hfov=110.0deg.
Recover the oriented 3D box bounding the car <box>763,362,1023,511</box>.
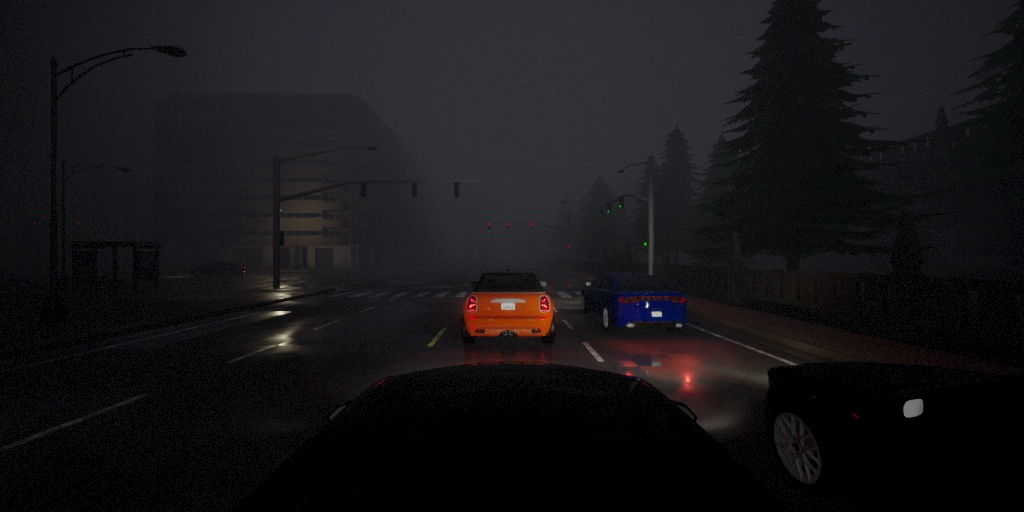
[{"bbox_3d":[3.288,1.228,1.443,1.882,1.535,5.008,0,0,3],"label":"car"}]

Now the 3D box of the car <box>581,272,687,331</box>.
[{"bbox_3d":[3.419,1.228,10.969,1.882,1.535,5.008,0,0,0],"label":"car"}]

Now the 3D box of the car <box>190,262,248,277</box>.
[{"bbox_3d":[-29.060,1.310,35.630,4.892,1.490,1.837,0,0,-1],"label":"car"}]

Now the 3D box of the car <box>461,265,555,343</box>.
[{"bbox_3d":[-0.081,1.102,9.825,2.097,1.767,4.553,0,0,0],"label":"car"}]
